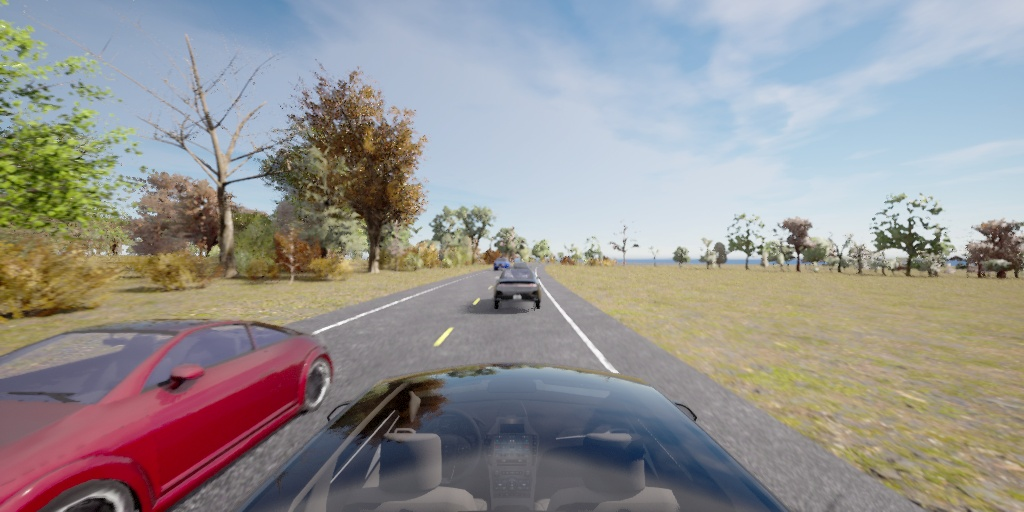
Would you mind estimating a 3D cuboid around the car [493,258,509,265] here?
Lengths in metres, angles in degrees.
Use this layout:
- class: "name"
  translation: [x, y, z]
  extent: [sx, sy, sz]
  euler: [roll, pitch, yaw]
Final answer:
- class: "car"
  translation: [-1.592, 1.259, 56.137]
  extent: [2.150, 2.045, 5.566]
  euler: [0, -1, 4]

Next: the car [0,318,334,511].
- class: "car"
  translation: [-3.463, 1.319, 3.271]
  extent: [1.994, 1.385, 4.181]
  euler: [0, 0, 0]

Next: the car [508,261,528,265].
- class: "car"
  translation: [0.863, 1.412, 35.434]
  extent: [1.837, 1.490, 4.892]
  euler: [0, 0, 2]

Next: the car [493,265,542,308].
- class: "car"
  translation: [0.240, 1.294, 15.409]
  extent: [2.128, 1.511, 4.902]
  euler: [0, 0, 1]
